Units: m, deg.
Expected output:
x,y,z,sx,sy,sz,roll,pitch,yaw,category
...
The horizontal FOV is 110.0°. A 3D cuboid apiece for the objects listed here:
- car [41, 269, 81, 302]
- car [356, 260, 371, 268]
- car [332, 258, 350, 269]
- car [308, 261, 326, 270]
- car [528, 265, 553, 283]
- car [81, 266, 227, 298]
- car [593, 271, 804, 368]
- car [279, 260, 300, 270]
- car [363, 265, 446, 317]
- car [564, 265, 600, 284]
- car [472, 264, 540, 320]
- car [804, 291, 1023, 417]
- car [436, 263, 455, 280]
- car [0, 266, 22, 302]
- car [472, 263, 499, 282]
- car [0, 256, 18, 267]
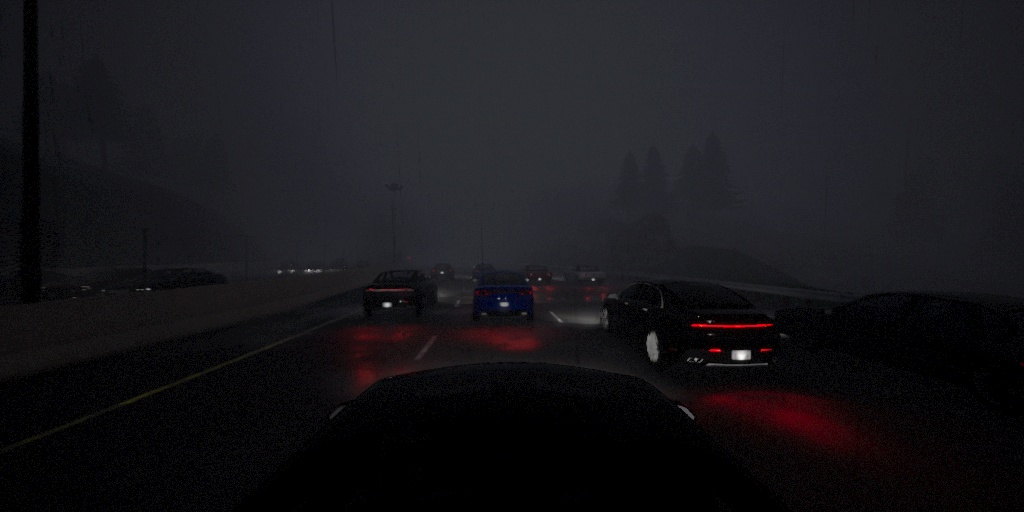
x,y,z,sx,sy,sz,roll,pitch,yaw,category
-18.412,1.267,16.713,1.882,1.535,5.008,0,0,-6,car
-22.815,1.346,55.411,2.033,1.411,5.357,0,0,-17,car
-26.818,1.159,56.196,2.097,1.767,4.553,0,0,-18,car
-30.355,1.415,55.843,1.895,1.301,4.718,0,0,-18,car
1.663,1.347,27.499,1.895,1.301,4.718,0,0,-8,car
-14.812,1.273,15.648,2.128,1.511,4.902,0,0,-5,car
3.376,1.247,7.830,1.837,1.490,4.892,0,0,-2,car
-33.387,1.299,53.833,1.882,1.535,5.008,0,0,-18,car
-3.901,1.250,13.179,2.128,1.511,4.902,0,0,-4,car
5.296,1.339,26.776,1.895,1.301,4.718,0,0,-7,car
-0.367,1.228,12.698,1.882,1.535,5.008,0,0,-4,car
6.983,1.282,5.847,2.033,1.411,5.357,0,0,-1,car
-5.985,1.326,31.048,1.994,1.385,4.181,0,0,-9,car
-21.835,1.322,15.768,1.812,1.442,4.674,0,0,-5,car
-2.322,1.318,30.286,1.994,1.385,4.181,0,0,-9,car
-25.319,1.025,15.586,2.150,2.045,5.566,0,0,-5,car
